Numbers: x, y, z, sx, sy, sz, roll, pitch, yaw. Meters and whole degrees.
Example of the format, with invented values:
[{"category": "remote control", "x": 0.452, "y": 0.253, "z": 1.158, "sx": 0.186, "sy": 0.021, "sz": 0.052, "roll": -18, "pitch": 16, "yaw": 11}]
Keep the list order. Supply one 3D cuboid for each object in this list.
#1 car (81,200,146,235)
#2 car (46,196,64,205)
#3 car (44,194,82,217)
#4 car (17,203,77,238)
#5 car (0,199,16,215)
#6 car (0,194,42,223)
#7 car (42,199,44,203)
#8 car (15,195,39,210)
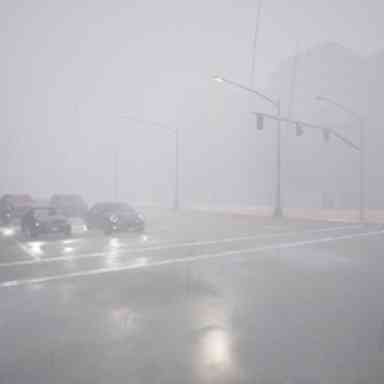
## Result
[{"category": "car", "x": -4.444, "y": 1.358, "z": 19.041, "sx": 2.097, "sy": 1.767, "sz": 4.553, "roll": 0, "pitch": 0, "yaw": -35}, {"category": "car", "x": -24.998, "y": 1.517, "z": 60.517, "sx": 1.837, "sy": 1.490, "sz": 4.892, "roll": 0, "pitch": 0, "yaw": -36}, {"category": "car", "x": -9.987, "y": 1.225, "z": 26.868, "sx": 2.150, "sy": 2.045, "sz": 5.566, "roll": 0, "pitch": 0, "yaw": -35}, {"category": "car", "x": -7.927, "y": 1.522, "z": 17.905, "sx": 1.812, "sy": 1.442, "sz": 4.674, "roll": 0, "pitch": 0, "yaw": -35}, {"category": "car", "x": -19.575, "y": 1.494, "z": 34.361, "sx": 1.837, "sy": 1.490, "sz": 4.892, "roll": 0, "pitch": 0, "yaw": -35}, {"category": "car", "x": -13.534, "y": 1.214, "z": 25.821, "sx": 2.150, "sy": 2.045, "sz": 5.566, "roll": 0, "pitch": 0, "yaw": -35}, {"category": "car", "x": -15.648, "y": 1.505, "z": 34.867, "sx": 1.837, "sy": 1.490, "sz": 4.892, "roll": 0, "pitch": 0, "yaw": -35}, {"category": "car", "x": -21.283, "y": 1.349, "z": 42.879, "sx": 2.097, "sy": 1.767, "sz": 4.553, "roll": 0, "pitch": 0, "yaw": -35}]
